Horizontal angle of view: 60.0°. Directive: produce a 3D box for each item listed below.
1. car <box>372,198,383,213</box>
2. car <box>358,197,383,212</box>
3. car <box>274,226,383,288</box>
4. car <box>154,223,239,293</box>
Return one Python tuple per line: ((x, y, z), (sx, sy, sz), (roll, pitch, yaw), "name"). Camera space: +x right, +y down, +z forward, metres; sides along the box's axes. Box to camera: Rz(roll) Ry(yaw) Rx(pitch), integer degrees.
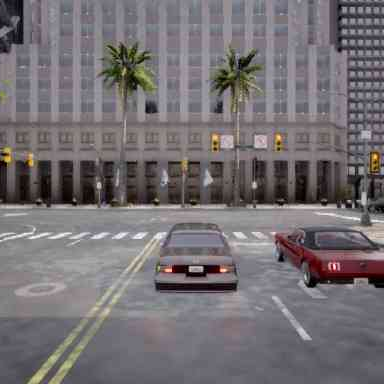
((21.667, 1.601, 34.315), (4.718, 1.301, 1.895), (0, 0, 0), "car")
((21.401, 1.352, 37.817), (4.553, 1.767, 2.097), (0, 0, 0), "car")
((3.643, 1.601, 9.244), (1.895, 1.301, 4.718), (0, 0, 2), "car")
((0.097, 1.547, 8.977), (2.033, 1.411, 5.357), (0, 0, 0), "car")
